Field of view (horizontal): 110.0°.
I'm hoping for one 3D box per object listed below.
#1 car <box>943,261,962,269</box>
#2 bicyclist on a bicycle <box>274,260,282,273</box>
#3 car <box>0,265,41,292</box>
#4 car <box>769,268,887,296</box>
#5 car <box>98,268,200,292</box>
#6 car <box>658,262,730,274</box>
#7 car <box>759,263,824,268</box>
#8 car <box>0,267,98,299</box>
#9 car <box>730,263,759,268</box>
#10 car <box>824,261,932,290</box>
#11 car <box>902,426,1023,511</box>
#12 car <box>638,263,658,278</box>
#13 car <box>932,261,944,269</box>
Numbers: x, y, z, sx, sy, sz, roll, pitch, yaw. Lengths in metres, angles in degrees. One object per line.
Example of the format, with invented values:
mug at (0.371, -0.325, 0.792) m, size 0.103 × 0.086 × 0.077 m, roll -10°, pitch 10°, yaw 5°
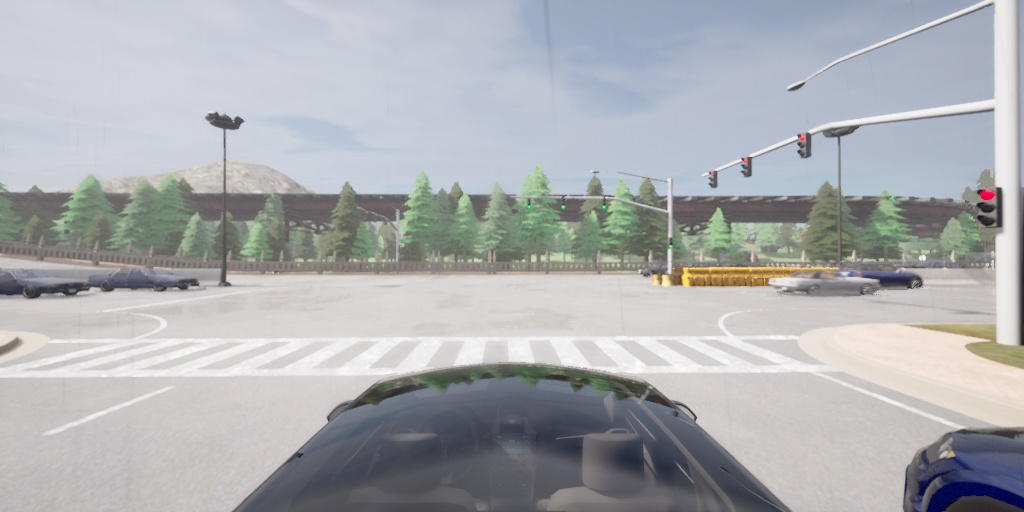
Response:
car at (39.999, 1.303, 34.315) m, size 4.553 × 1.767 × 2.097 m, roll 0°, pitch 0°, yaw -1°
bicyclist on a bicycle at (-28.433, 1.302, 43.529) m, size 0.582 × 1.620 × 1.656 m, roll 0°, pitch 0°, yaw -2°
car at (-31.919, 1.294, 21.433) m, size 4.892 × 1.490 × 1.837 m, roll 2°, pitch 0°, yaw -2°
car at (16.887, 1.460, 19.418) m, size 4.718 × 1.301 × 1.895 m, roll 0°, pitch 0°, yaw -2°
car at (-22.275, 1.416, 21.720) m, size 5.357 × 1.411 × 2.033 m, roll 0°, pitch 0°, yaw -2°
car at (15.197, 1.278, 30.072) m, size 4.553 × 1.767 × 2.097 m, roll 0°, pitch 0°, yaw -2°
car at (24.026, 1.453, 30.323) m, size 4.674 × 1.442 × 1.812 m, roll 0°, pitch 0°, yaw -2°
car at (-24.977, 1.391, 18.137) m, size 5.357 × 1.411 × 2.033 m, roll 0°, pitch 0°, yaw -2°
car at (20.533, 1.453, 33.735) m, size 4.892 × 1.490 × 1.837 m, roll 0°, pitch 0°, yaw -2°
car at (23.463, 1.233, 23.121) m, size 4.553 × 1.767 × 2.097 m, roll 0°, pitch 0°, yaw -2°
car at (3.605, 1.307, 0.615) m, size 1.994 × 1.385 × 4.181 m, roll 0°, pitch 0°, yaw 0°
car at (15.593, 1.461, 37.086) m, size 4.902 × 1.511 × 2.128 m, roll 0°, pitch 0°, yaw -2°
car at (33.233, 1.433, 30.618) m, size 4.892 × 1.490 × 1.837 m, roll 0°, pitch 0°, yaw -2°
